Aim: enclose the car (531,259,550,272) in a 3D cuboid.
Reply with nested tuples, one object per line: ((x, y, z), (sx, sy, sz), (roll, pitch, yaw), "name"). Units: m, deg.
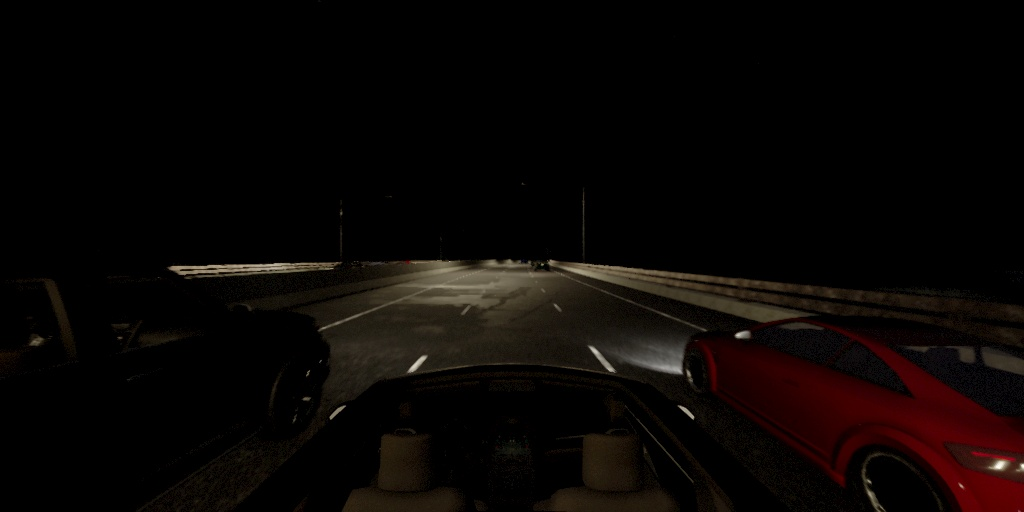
((4.180, 1.270, 50.956), (2.097, 1.767, 4.553), (0, 0, 2), "car")

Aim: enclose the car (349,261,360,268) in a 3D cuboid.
((-20.530, 1.364, 45.318), (1.837, 1.490, 4.892), (0, 0, 2), "car")

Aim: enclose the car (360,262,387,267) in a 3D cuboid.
((-17.028, 1.428, 45.412), (1.994, 1.385, 4.181), (0, 0, 2), "car")

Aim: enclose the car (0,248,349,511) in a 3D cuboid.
((-3.396, 0.968, 2.242), (2.150, 2.045, 5.566), (0, 0, 0), "car")

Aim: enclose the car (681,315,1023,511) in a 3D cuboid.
((3.607, 1.324, 3.880), (1.994, 1.385, 4.181), (0, 0, 0), "car")

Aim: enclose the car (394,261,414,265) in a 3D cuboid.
((-13.536, 1.345, 45.097), (1.882, 1.535, 5.008), (0, 0, 2), "car")
